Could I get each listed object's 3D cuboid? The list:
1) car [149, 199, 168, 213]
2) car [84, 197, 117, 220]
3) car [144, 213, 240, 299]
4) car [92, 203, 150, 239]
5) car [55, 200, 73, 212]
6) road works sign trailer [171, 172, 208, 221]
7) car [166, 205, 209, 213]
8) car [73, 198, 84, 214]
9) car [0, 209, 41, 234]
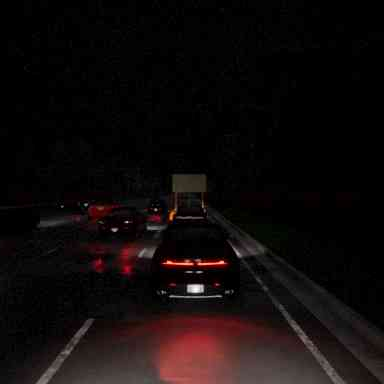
[{"bbox_3d":[-3.689,1.507,36.185,1.837,1.490,4.892,0,1,-1],"label":"car"},{"bbox_3d":[-7.116,1.351,27.891,2.097,1.767,4.553,0,0,-1],"label":"car"},{"bbox_3d":[0.047,1.505,8.453,1.837,1.490,4.892,0,0,0],"label":"car"},{"bbox_3d":[-3.524,1.525,17.361,1.812,1.442,4.674,0,0,0],"label":"car"},{"bbox_3d":[-14.210,1.562,38.427,1.994,1.385,4.181,0,0,-1],"label":"car"},{"bbox_3d":[-0.186,0.464,22.712,2.380,3.560,2.880,0,0,-3],"label":"road works sign trailer"},{"bbox_3d":[-0.065,1.488,18.842,2.128,1.511,4.902,0,0,1],"label":"car"},{"bbox_3d":[-10.685,1.351,35.681,2.097,1.767,4.553,0,0,0],"label":"car"},{"bbox_3d":[-10.538,1.600,19.058,1.895,1.301,4.718,0,0,-1],"label":"car"}]
